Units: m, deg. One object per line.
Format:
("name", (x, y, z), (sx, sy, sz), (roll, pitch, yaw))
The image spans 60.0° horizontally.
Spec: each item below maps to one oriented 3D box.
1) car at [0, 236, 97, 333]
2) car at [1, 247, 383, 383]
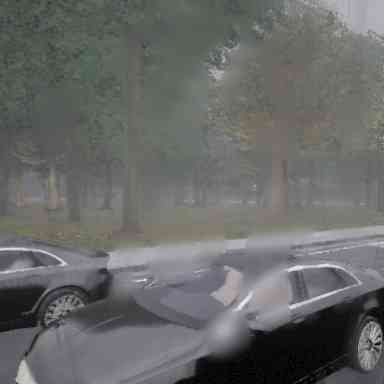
("car", (-3.618, 1.490, 5.097), (4.902, 1.511, 2.128), (1, 0, -35))
("car", (0.601, 1.523, 4.113), (4.902, 1.511, 2.128), (1, 0, -36))
